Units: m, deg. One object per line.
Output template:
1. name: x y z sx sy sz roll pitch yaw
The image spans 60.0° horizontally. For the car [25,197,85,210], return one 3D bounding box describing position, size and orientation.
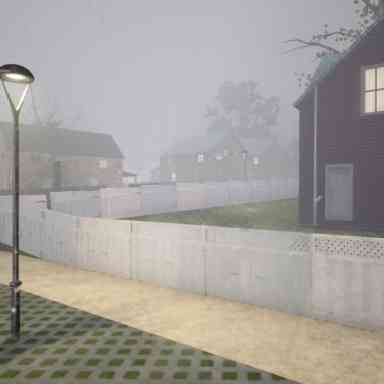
1. car: -9.156 0.723 23.339 4.718 1.301 1.895 -4 3 -40
